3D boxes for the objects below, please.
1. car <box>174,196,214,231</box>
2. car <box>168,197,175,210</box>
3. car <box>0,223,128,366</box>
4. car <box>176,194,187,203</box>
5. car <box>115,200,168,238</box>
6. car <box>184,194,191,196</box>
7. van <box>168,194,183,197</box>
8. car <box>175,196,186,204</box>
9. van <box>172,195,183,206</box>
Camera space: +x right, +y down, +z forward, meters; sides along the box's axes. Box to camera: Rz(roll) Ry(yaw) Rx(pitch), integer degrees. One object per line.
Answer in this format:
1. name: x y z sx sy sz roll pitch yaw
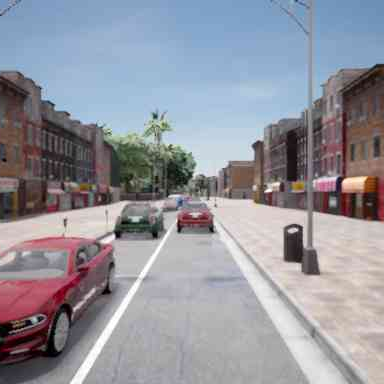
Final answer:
1. car: 0.198 1.346 20.420 2.097 1.767 4.553 0 0 0
2. car: -2.446 1.585 38.824 1.802 1.307 4.206 0 0 0
3. car: -2.612 1.540 6.042 1.887 1.381 4.507 0 0 0
4. car: -2.280 1.371 71.609 2.192 1.841 5.009 0 0 0
5. car: -2.665 1.343 17.827 2.097 1.767 4.553 0 0 0
6. car: 0.314 1.365 43.520 2.097 1.767 4.553 0 0 0
7. van: -2.418 1.352 44.289 1.690 1.788 3.998 0 0 0
8. car: -2.307 1.595 66.145 2.008 1.369 4.403 0 0 0
9. van: -2.363 1.369 55.218 1.690 1.788 3.998 0 0 0
